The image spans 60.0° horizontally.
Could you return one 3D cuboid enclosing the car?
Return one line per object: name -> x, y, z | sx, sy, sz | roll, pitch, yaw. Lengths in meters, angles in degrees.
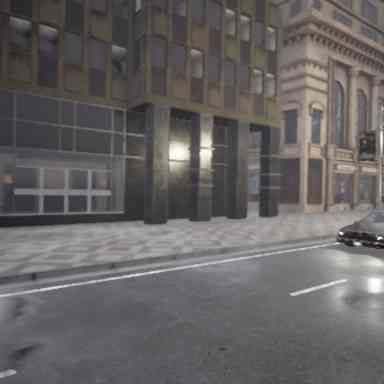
car -> 8.051, 1.450, 13.331 | 5.357, 1.411, 2.033 | 0, 1, -35
